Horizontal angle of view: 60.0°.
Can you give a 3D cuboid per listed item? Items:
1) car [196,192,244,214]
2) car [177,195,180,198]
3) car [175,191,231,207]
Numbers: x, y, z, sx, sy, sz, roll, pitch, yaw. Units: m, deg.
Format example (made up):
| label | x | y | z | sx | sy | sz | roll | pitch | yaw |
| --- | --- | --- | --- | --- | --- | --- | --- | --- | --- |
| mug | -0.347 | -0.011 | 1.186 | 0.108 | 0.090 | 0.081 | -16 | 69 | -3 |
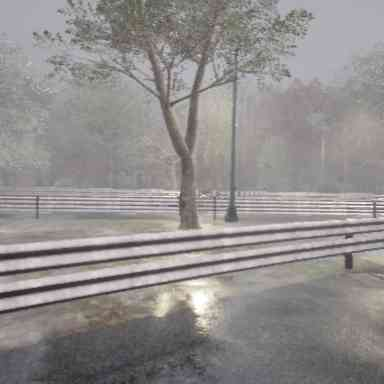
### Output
| label | x | y | z | sx | sy | sz | roll | pitch | yaw |
| --- | --- | --- | --- | --- | --- | --- | --- | --- | --- |
| car | 1.796 | 0.896 | 26.187 | 4.674 | 1.442 | 1.812 | 1 | 2 | -6 |
| car | 1.425 | 0.740 | 29.665 | 4.902 | 1.511 | 2.128 | 1 | 2 | -6 |
| car | 1.061 | 0.674 | 33.145 | 5.357 | 1.411 | 2.033 | 1 | 2 | -6 |
